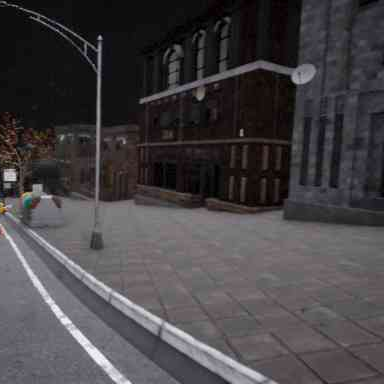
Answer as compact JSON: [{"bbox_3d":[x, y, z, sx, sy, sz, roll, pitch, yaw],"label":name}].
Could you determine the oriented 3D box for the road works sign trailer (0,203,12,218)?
[{"bbox_3d":[-12.348,1.110,17.941,2.380,2.880,3.560,43,-4,-2],"label":"road works sign trailer"}]

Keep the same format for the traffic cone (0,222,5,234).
[{"bbox_3d":[-10.187,1.907,17.687,0.340,0.580,0.340,-1,1,-23],"label":"traffic cone"}]
